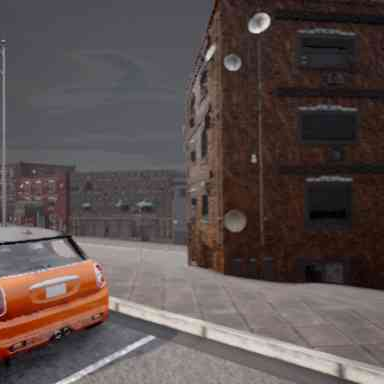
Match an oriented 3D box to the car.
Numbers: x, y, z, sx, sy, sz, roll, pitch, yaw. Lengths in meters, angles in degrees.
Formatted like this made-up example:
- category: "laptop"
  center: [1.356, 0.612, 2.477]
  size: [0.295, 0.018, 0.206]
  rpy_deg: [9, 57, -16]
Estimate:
- category: "car"
  center: [-3.599, 1.392, 5.818]
  size: [4.553, 1.767, 2.185]
  rpy_deg: [0, 0, 35]
